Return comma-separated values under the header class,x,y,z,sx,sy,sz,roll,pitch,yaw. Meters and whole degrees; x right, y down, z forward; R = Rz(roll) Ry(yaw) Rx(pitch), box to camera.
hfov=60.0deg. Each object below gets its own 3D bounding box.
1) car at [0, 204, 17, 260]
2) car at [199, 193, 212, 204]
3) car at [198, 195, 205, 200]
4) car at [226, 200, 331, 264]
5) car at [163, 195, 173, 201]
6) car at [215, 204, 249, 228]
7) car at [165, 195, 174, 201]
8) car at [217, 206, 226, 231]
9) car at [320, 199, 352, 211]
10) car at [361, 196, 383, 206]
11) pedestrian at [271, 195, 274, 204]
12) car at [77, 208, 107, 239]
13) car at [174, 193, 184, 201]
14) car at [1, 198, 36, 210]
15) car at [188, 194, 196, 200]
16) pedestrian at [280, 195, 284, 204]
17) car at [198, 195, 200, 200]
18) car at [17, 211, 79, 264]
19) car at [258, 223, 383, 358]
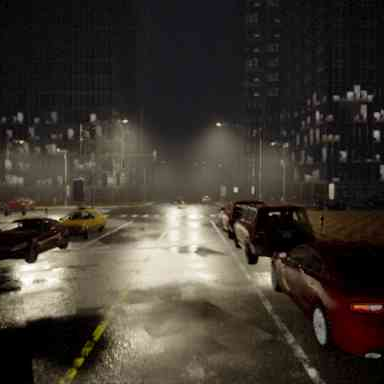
class,x,y,z,sx,sy,sz,roll,pitch,yaw
car,-5.708,1.312,6.101,2.192,1.841,5.009,-1,0,0
car,2.807,1.474,62.515,1.752,1.417,4.829,-1,0,0
car,2.679,1.463,95.106,1.947,1.339,4.313,-1,0,0
car,2.672,1.308,11.727,2.192,1.841,5.009,-1,0,0
car,-5.839,1.492,78.147,1.947,1.339,4.313,-1,0,0
car,2.678,1.567,22.978,1.802,1.307,4.206,-1,0,0
car,-5.669,1.483,83.821,1.947,1.339,4.313,-1,0,0
car,2.672,1.305,17.353,2.192,1.841,5.009,-1,0,0
car,16.128,1.522,38.254,4.313,1.339,1.947,0,1,-5
car,26.439,1.280,47.621,4.313,1.339,1.947,0,1,-5
pedestrian,7.136,1.133,29.525,0.375,1.860,0.375,-1,1,0
car,-5.704,1.516,17.183,1.752,1.417,4.829,-1,0,0
car,-2.999,1.149,79.885,2.150,2.045,5.566,0,0,0
car,-22.573,1.445,43.102,4.097,1.590,1.967,0,1,-5
car,0.001,1.496,88.440,1.895,1.301,4.718,0,0,0
pedestrian,8.136,1.156,30.126,0.375,1.860,0.375,-1,1,0
car,2.714,1.242,77.596,2.192,1.841,5.009,-1,0,0
car,-5.703,1.576,11.728,1.802,1.307,4.206,-1,0,0
car,2.677,1.541,6.101,1.887,1.381,4.507,-1,0,0
